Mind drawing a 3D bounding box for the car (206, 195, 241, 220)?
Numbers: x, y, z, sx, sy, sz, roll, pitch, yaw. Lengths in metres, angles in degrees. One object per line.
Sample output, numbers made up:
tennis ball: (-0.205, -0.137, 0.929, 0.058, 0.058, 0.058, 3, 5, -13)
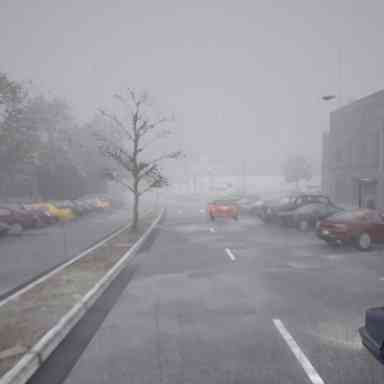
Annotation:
car: (2.381, 1.341, 27.762, 2.097, 1.767, 4.553, 0, 0, -3)

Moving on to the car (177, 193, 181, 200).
car: (-0.354, 1.382, 93.720, 5.566, 2.045, 2.435, 1, 0, -30)

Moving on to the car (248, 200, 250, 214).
car: (7.161, 1.505, 26.178, 4.674, 1.452, 2.002, 1, 0, -23)

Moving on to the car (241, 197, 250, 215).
car: (6.842, 1.502, 32.207, 4.674, 1.452, 2.002, 1, 0, -24)

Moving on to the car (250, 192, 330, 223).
car: (7.280, 1.215, 23.140, 5.566, 2.045, 2.435, 1, 0, -23)

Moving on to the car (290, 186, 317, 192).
car: (20.325, 0.167, 62.349, 2.002, 1.452, 4.674, -7, 4, -30)

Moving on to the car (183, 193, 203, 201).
car: (0.683, 1.519, 87.795, 4.553, 1.767, 2.185, 0, 0, -30)

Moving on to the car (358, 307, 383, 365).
car: (3.085, 1.546, 1.840, 2.033, 1.411, 5.357, 0, 0, 0)

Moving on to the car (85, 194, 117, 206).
car: (-12.114, 1.384, 41.204, 4.553, 1.767, 2.185, -1, 0, -24)

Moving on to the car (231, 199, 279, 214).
car: (6.645, 1.500, 35.225, 4.674, 1.452, 2.002, 1, 0, -24)

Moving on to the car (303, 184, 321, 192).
car: (23.275, -0.413, 62.849, 2.435, 2.045, 5.566, -7, 4, -30)

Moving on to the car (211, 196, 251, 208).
car: (5.545, 1.449, 47.189, 5.366, 1.575, 1.946, 1, 0, -25)

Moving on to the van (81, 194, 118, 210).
van: (-12.294, 1.283, 44.193, 4.442, 1.987, 1.878, -1, 0, -25)

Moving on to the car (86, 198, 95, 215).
car: (-11.308, 1.549, 29.376, 4.674, 1.452, 2.002, -1, 0, -23)

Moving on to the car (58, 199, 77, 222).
car: (-11.173, 1.508, 23.388, 5.366, 1.575, 1.946, -1, 0, -22)

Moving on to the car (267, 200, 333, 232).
car: (7.425, 1.469, 20.135, 5.008, 1.535, 2.097, 1, 0, -22)

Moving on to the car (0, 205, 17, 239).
car: (-10.641, 1.537, 14.600, 4.792, 1.488, 2.163, -1, 0, -21)

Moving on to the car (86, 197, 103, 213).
car: (-11.492, 1.550, 32.331, 4.674, 1.452, 2.002, -1, 0, -23)

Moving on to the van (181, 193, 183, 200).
van: (0.100, 1.413, 90.715, 4.442, 1.987, 1.878, 0, 0, -30)

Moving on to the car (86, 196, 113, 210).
car: (-11.528, 1.504, 35.366, 5.366, 1.575, 1.946, -1, 0, -24)

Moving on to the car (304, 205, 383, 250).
car: (7.594, 1.472, 14.100, 5.008, 1.535, 2.097, 1, 0, -22)

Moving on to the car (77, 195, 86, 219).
car: (-11.121, 1.383, 26.429, 4.553, 1.767, 2.185, -1, 0, -23)

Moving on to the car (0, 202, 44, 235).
car: (-10.755, 1.508, 17.543, 5.008, 1.535, 2.097, -1, 0, -22)

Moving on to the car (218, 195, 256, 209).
car: (6.005, 1.330, 44.271, 4.553, 1.767, 2.185, 1, 0, -25)

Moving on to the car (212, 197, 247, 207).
car: (5.618, 1.488, 50.249, 4.792, 1.488, 2.163, 1, 0, -26)

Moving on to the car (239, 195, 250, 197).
car: (6.450, 1.460, 38.237, 4.892, 1.521, 2.231, 1, 0, -24)

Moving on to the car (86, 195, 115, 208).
car: (-12.079, 1.510, 38.163, 5.366, 1.575, 1.946, -1, 0, -24)

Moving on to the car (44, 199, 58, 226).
car: (-10.906, 1.383, 20.495, 4.553, 1.767, 2.185, -1, 0, -22)
